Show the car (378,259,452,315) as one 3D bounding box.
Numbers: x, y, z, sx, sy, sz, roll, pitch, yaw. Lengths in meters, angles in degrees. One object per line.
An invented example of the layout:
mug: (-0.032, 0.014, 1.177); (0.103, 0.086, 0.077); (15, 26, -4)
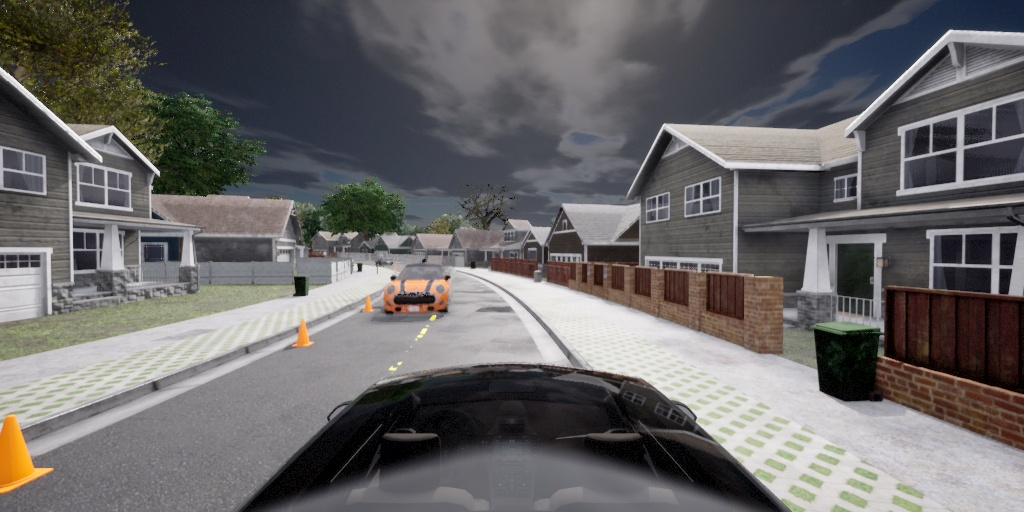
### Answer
car: (-3.385, 1.080, 13.562); (2.097, 1.767, 4.553); (0, 0, -8)

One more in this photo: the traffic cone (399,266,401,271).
traffic cone: (-12.779, 1.460, 41.111); (0.340, 0.580, 0.340); (0, 0, -23)

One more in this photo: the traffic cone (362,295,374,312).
traffic cone: (-5.178, 1.688, 12.908); (0.340, 0.580, 0.340); (0, 0, -7)

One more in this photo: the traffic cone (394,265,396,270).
traffic cone: (-14.801, 1.415, 45.556); (0.340, 0.580, 0.340); (0, 0, -26)

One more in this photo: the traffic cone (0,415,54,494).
traffic cone: (-4.434, 1.706, 3.171); (0.340, 0.580, 0.340); (0, 0, -2)

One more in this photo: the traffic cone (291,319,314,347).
traffic cone: (-4.693, 1.701, 8.049); (0.340, 0.580, 0.340); (0, 0, -4)

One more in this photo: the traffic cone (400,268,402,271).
traffic cone: (-10.966, 1.507, 36.576); (0.340, 0.580, 0.340); (0, 0, -20)

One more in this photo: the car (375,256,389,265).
car: (-20.875, 0.820, 58.548); (2.128, 1.511, 4.902); (-1, 1, -36)

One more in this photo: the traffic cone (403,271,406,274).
traffic cone: (-7.988, 1.600, 27.277); (0.340, 0.580, 0.340); (0, 0, -15)
